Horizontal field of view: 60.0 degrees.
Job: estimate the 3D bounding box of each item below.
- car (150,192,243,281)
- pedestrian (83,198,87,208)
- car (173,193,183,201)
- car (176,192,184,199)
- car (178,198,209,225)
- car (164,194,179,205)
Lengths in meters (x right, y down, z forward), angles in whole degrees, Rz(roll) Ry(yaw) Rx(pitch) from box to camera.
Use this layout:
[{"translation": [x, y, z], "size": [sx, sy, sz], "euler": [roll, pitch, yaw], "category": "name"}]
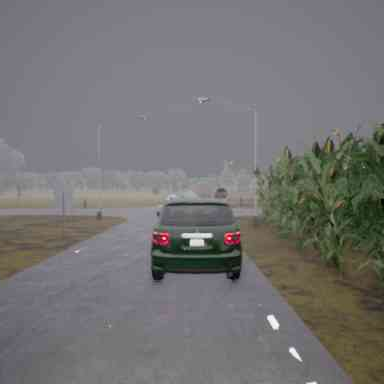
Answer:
[{"translation": [0.092, 1.133, 9.724], "size": [2.150, 2.045, 5.566], "euler": [0, 1, 0], "category": "car"}, {"translation": [-12.188, 1.286, 37.919], "size": [0.500, 1.100, 0.500], "euler": [0, 2, 0], "category": "pedestrian"}, {"translation": [-2.773, 0.989, 66.798], "size": [1.994, 1.385, 4.181], "euler": [0, 0, 0], "category": "car"}, {"translation": [-2.763, 0.819, 77.194], "size": [1.882, 1.535, 5.008], "euler": [0, 0, 0], "category": "car"}, {"translation": [0.086, 1.268, 23.137], "size": [1.882, 1.535, 5.008], "euler": [0, 0, 0], "category": "car"}, {"translation": [-2.863, 1.103, 48.121], "size": [1.812, 1.442, 4.674], "euler": [0, 1, 1], "category": "car"}]
